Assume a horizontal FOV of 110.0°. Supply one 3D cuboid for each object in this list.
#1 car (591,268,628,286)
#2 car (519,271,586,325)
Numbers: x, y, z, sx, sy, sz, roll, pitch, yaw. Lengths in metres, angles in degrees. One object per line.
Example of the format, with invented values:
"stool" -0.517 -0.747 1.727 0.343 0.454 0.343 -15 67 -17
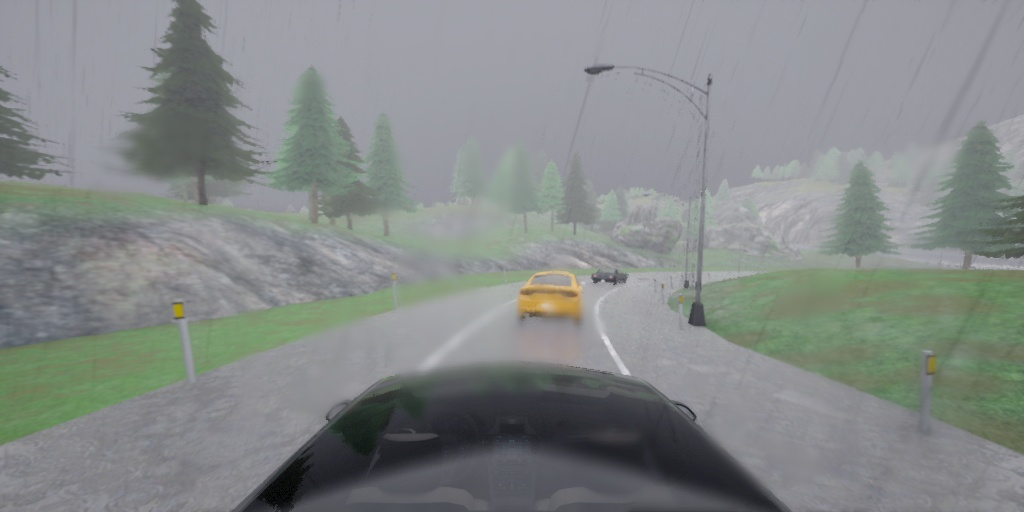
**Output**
"car" 8.121 1.639 29.408 1.895 1.301 4.718 3 1 30
"car" 1.474 1.267 12.313 1.882 1.535 5.008 1 0 11
